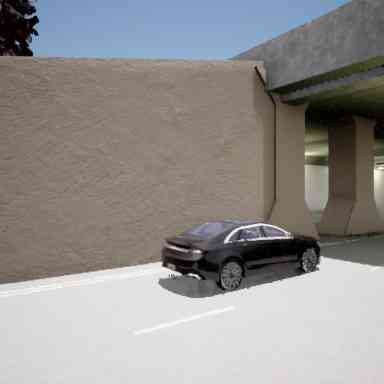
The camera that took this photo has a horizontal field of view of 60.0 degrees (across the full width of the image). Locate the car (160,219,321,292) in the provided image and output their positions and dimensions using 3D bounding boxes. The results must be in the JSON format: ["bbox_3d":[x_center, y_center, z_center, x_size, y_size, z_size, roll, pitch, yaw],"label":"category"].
[{"bbox_3d":[1.498,1.491,8.985,4.902,1.511,2.128,0,0,-36],"label":"car"}]
